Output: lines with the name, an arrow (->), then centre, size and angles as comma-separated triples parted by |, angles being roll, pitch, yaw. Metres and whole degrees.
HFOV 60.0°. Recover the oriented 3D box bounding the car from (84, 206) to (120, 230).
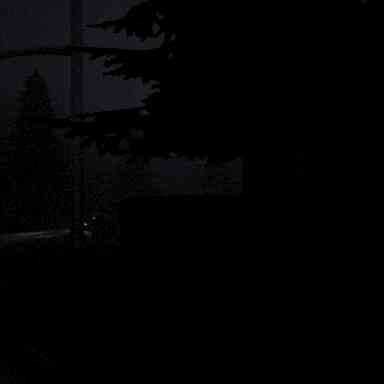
car -> -4.994, 1.586, 21.389 | 1.895, 1.301, 4.718 | 0, 0, 36
